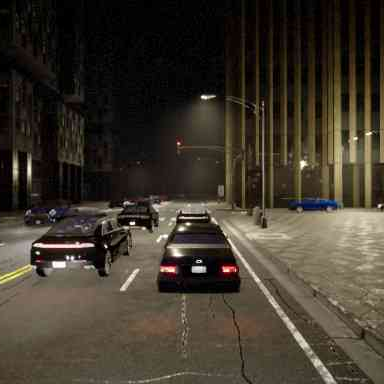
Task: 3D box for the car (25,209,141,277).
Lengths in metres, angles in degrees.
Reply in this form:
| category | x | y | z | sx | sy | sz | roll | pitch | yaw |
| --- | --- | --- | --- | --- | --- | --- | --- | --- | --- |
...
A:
| category | x | y | z | sx | sy | sz | roll | pitch | yaw |
| --- | --- | --- | --- | --- | --- | --- | --- | --- | --- |
| car | -3.101 | 1.487 | 10.225 | 2.128 | 1.511 | 4.902 | 0 | 0 | 0 |

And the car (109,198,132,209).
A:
| category | x | y | z | sx | sy | sz | roll | pitch | yaw |
| --- | --- | --- | --- | --- | --- | --- | --- | --- | --- |
| car | -9.626 | 1.471 | 44.382 | 2.033 | 1.411 | 5.357 | 0 | 0 | 0 |

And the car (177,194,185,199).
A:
| category | x | y | z | sx | sy | sz | roll | pitch | yaw |
| --- | --- | --- | --- | --- | --- | --- | --- | --- | --- |
| car | -2.808 | 1.187 | 87.564 | 1.895 | 1.301 | 4.718 | 0 | 0 | 0 |

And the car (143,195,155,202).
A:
| category | x | y | z | sx | sy | sz | roll | pitch | yaw |
| --- | --- | --- | --- | --- | --- | --- | --- | --- | --- |
| car | -9.384 | 1.340 | 72.966 | 1.812 | 1.442 | 4.674 | 0 | 0 | 0 |

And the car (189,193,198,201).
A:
| category | x | y | z | sx | sy | sz | roll | pitch | yaw |
| --- | --- | --- | --- | --- | --- | --- | --- | --- | --- |
| car | 0.389 | 1.291 | 77.095 | 1.837 | 1.490 | 4.892 | 0 | 0 | 0 |

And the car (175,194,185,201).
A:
| category | x | y | z | sx | sy | sz | roll | pitch | yaw |
| --- | --- | --- | --- | --- | --- | --- | --- | --- | --- |
| car | -2.861 | 1.316 | 77.112 | 2.128 | 1.511 | 4.902 | 0 | 0 | 0 |

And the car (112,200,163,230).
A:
| category | x | y | z | sx | sy | sz | roll | pitch | yaw |
| --- | --- | --- | --- | --- | --- | --- | --- | --- | --- |
| car | -3.055 | 1.460 | 19.601 | 1.882 | 1.535 | 5.008 | 0 | 0 | 0 |

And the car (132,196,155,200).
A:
| category | x | y | z | sx | sy | sz | roll | pitch | yaw |
| --- | --- | --- | --- | --- | --- | --- | --- | --- | --- |
| car | -6.036 | 1.533 | 41.536 | 1.895 | 1.301 | 4.718 | 0 | 0 | -5 |

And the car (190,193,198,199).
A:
| category | x | y | z | sx | sy | sz | roll | pitch | yaw |
| --- | --- | --- | --- | --- | --- | --- | --- | --- | --- |
| car | 0.442 | 1.117 | 87.517 | 2.128 | 1.511 | 4.902 | 0 | 0 | 0 |

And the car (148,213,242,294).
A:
| category | x | y | z | sx | sy | sz | roll | pitch | yaw |
| --- | --- | --- | --- | --- | --- | --- | --- | --- | --- |
| car | 0.143 | 1.544 | 8.951 | 2.033 | 1.411 | 5.357 | 0 | 0 | 0 |

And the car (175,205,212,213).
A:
| category | x | y | z | sx | sy | sz | roll | pitch | yaw |
| --- | --- | --- | --- | --- | --- | --- | --- | --- | --- |
| car | 0.092 | 1.475 | 18.695 | 2.128 | 1.511 | 4.902 | 0 | 0 | 0 |

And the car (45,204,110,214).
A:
| category | x | y | z | sx | sy | sz | roll | pitch | yaw |
| --- | --- | --- | --- | --- | --- | --- | --- | --- | --- |
| car | -6.504 | 1.583 | 19.586 | 1.895 | 1.301 | 4.718 | 0 | 0 | 0 |

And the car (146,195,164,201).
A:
| category | x | y | z | sx | sy | sz | roll | pitch | yaw |
| --- | --- | --- | --- | --- | --- | --- | --- | --- | --- |
| car | -6.311 | 1.376 | 55.346 | 2.128 | 1.511 | 4.902 | 0 | 0 | 0 |

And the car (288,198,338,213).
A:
| category | x | y | z | sx | sy | sz | roll | pitch | yaw |
| --- | --- | --- | --- | --- | --- | --- | --- | --- | --- |
| car | 12.710 | 1.369 | 35.047 | 5.008 | 1.535 | 1.882 | 0 | 0 | 1 |

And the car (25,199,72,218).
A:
| category | x | y | z | sx | sy | sz | roll | pitch | yaw |
| --- | --- | --- | --- | --- | --- | --- | --- | --- | --- |
| car | -9.734 | 1.328 | 23.299 | 2.097 | 1.767 | 4.553 | 0 | 0 | 0 |

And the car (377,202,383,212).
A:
| category | x | y | z | sx | sy | sz | roll | pitch | yaw |
| --- | --- | --- | --- | --- | --- | --- | --- | --- | --- |
| car | 22.176 | 1.343 | 35.018 | 4.902 | 1.511 | 2.128 | 0 | 0 | 0 |

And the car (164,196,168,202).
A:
| category | x | y | z | sx | sy | sz | roll | pitch | yaw |
| --- | --- | --- | --- | --- | --- | --- | --- | --- | --- |
| car | -6.147 | 1.421 | 70.417 | 1.895 | 1.301 | 4.718 | 0 | 0 | 0 |
